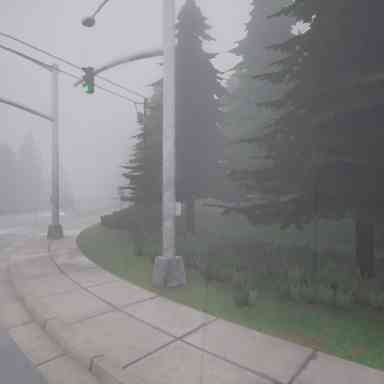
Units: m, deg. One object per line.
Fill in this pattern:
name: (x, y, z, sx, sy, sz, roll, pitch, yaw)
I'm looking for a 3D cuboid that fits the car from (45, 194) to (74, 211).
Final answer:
car: (-16.311, 1.217, 41.307, 2.150, 2.045, 5.566, 0, 0, -4)
